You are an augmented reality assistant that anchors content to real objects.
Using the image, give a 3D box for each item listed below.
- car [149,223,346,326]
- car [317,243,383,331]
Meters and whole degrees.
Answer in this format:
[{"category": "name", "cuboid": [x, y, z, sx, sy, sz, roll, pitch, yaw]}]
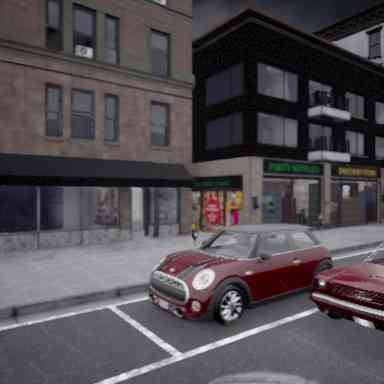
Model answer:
[{"category": "car", "cuboid": [1.130, 1.439, 7.001, 4.097, 1.590, 1.967, 0, 0, -36]}, {"category": "car", "cuboid": [4.307, 1.597, 6.156, 4.718, 1.301, 1.895, 0, 0, -36]}]
